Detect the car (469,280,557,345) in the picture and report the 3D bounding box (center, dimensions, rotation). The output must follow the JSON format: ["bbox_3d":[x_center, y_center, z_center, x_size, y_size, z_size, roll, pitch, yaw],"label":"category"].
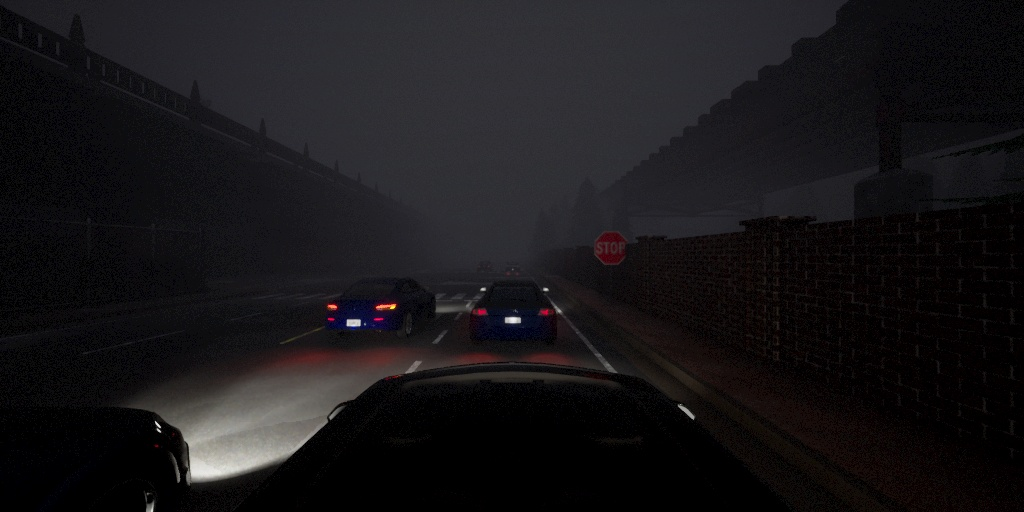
[{"bbox_3d":[0.062,1.314,9.511,1.994,1.385,4.181,0,0,1],"label":"car"}]

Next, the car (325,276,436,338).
[{"bbox_3d":[-3.420,1.276,10.031,1.812,1.442,4.674,0,0,0],"label":"car"}]

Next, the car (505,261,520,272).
[{"bbox_3d":[0.065,1.351,46.250,1.895,1.301,4.718,0,0,-1],"label":"car"}]

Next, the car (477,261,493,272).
[{"bbox_3d":[-3.430,1.297,46.055,2.033,1.411,5.357,0,0,-1],"label":"car"}]

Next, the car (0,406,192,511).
[{"bbox_3d":[-3.399,1.314,0.935,1.994,1.385,4.181,0,0,0],"label":"car"}]
